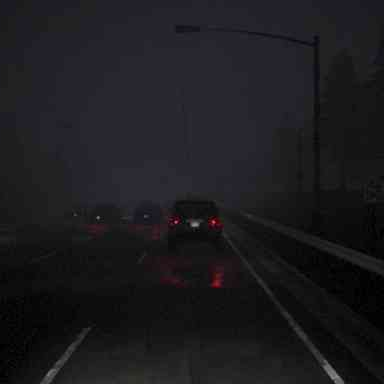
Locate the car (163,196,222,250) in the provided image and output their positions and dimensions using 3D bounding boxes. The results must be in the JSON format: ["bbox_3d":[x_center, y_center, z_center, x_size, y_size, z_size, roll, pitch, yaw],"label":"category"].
[{"bbox_3d":[0.114,1.304,14.874,2.150,2.045,5.566,0,0,0],"label":"car"}]

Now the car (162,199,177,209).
[{"bbox_3d":[-3.355,1.844,51.053,1.994,1.385,4.181,0,0,0],"label":"car"}]

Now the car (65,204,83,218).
[{"bbox_3d":[-10.371,1.774,31.770,1.895,1.301,4.718,0,0,0],"label":"car"}]

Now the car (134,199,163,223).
[{"bbox_3d":[-3.376,1.624,26.711,1.882,1.535,5.008,0,0,0],"label":"car"}]

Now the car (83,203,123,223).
[{"bbox_3d":[-6.957,1.655,27.206,1.837,1.490,4.892,0,0,1],"label":"car"}]

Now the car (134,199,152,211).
[{"bbox_3d":[-6.874,1.784,47.185,1.812,1.442,4.674,0,0,0],"label":"car"}]

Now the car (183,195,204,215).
[{"bbox_3d":[0.134,1.430,37.455,2.150,2.045,5.566,0,0,0],"label":"car"}]
